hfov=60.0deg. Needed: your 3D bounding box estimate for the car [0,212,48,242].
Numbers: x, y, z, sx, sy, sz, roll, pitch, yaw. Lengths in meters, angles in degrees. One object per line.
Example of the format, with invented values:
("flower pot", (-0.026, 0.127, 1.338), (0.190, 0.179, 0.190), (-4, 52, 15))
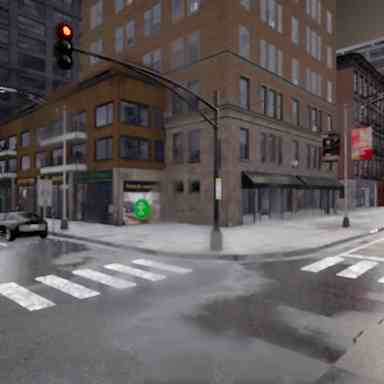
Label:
("car", (-8.975, 1.691, 17.211), (4.313, 1.339, 1.947), (0, -1, 44))
